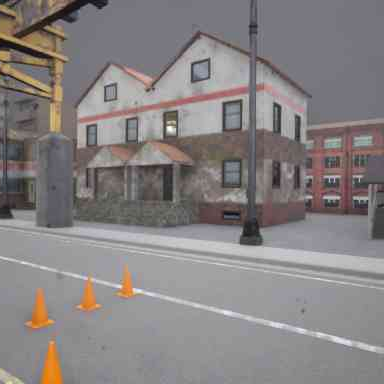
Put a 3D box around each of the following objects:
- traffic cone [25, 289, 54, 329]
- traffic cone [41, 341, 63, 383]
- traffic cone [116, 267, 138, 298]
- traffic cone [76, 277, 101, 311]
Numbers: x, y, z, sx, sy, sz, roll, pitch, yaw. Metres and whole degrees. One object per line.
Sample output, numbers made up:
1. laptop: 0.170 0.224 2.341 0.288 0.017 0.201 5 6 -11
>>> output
1. traffic cone: -2.589 1.949 5.660 0.340 0.580 0.340 0 0 36
2. traffic cone: -1.552 1.952 3.679 0.340 0.580 0.340 0 0 36
3. traffic cone: -1.419 1.949 7.282 0.340 0.580 0.340 0 0 36
4. traffic cone: -2.004 1.949 6.471 0.340 0.580 0.340 0 0 36
